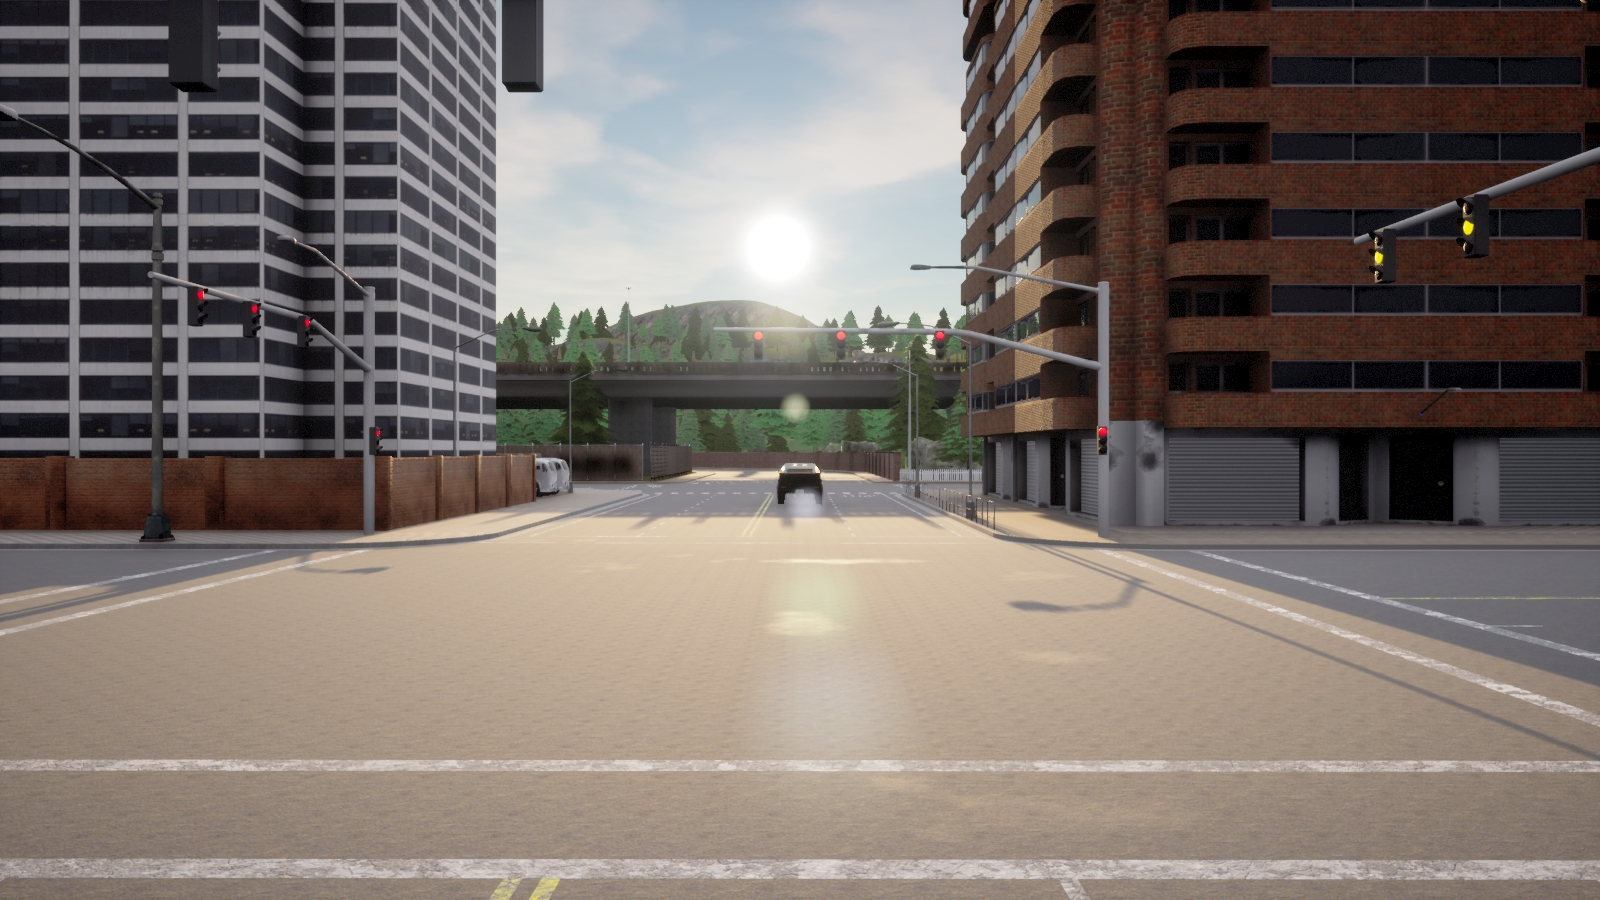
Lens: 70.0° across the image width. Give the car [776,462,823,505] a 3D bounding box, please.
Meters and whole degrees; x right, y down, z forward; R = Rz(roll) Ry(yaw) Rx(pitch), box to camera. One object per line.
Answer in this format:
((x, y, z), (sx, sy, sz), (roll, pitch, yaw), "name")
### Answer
((-0.006, 1.750, 61.343), (2.390, 2.098, 6.274), (0, 0, 0), "car")
